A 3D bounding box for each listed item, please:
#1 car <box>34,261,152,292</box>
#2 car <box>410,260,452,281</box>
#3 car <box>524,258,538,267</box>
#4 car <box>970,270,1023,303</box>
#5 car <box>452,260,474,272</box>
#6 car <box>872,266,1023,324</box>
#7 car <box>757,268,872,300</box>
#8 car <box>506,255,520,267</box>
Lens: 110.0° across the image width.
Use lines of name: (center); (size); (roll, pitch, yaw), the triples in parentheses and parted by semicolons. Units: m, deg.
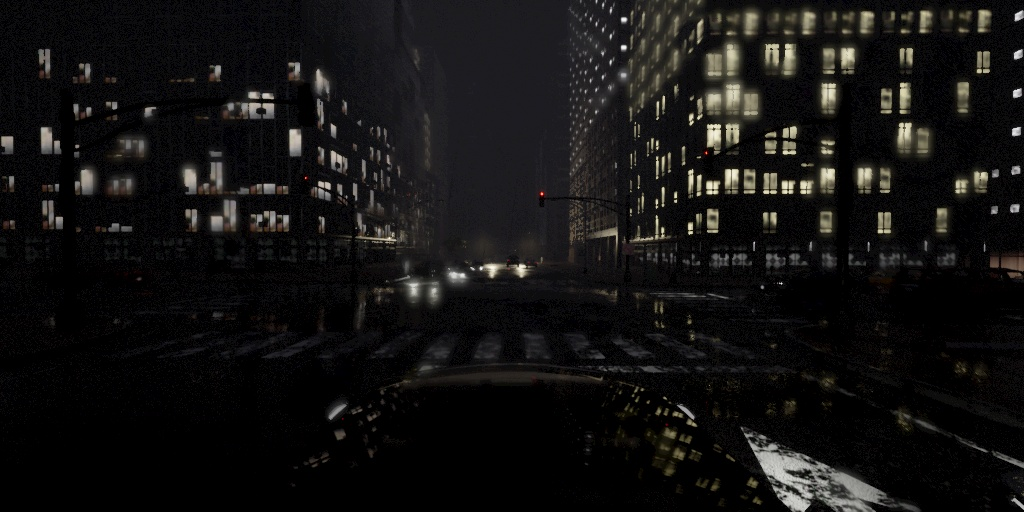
car: (-21.990, 1.011, 18.885); (5.008, 1.535, 1.882); (1, 1, 2)
car: (-6.719, 1.088, 29.478); (2.097, 1.767, 4.553); (0, 0, 4)
car: (3.428, 1.228, 63.276); (1.812, 1.442, 4.674); (0, 0, 0)
car: (27.047, 1.517, 18.016); (5.357, 1.411, 2.033); (1, 1, 1)
car: (-6.475, 1.214, 45.124); (2.128, 1.511, 4.902); (0, 0, 0)
car: (16.221, 1.281, 12.455); (5.009, 1.841, 2.192); (0, 0, 1)
car: (15.289, 1.357, 18.286); (4.902, 1.511, 2.128); (1, 1, 2)
car: (0.176, 0.924, 62.898); (2.150, 2.045, 5.566); (0, 0, 0)
